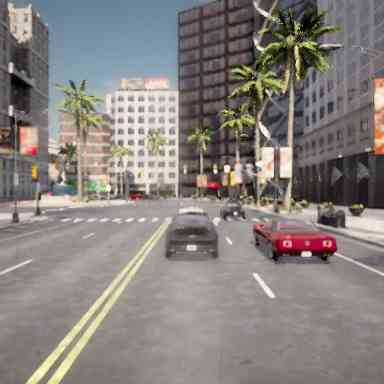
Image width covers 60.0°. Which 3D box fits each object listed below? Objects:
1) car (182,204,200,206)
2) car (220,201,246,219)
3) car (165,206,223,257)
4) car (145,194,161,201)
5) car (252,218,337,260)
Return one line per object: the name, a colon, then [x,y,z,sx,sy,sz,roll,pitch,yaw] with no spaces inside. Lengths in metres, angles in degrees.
car: [-0.050,1.602,27.323,1.895,1.301,4.718,0,0,0]
car: [3.457,1.526,28.627,1.812,1.442,4.674,0,0,0]
car: [0.002,1.507,12.960,1.837,1.490,4.892,0,0,0]
car: [-9.526,1.558,84.795,1.994,1.385,4.181,0,0,-32]
car: [3.498,1.601,12.334,1.895,1.301,4.718,0,0,0]
